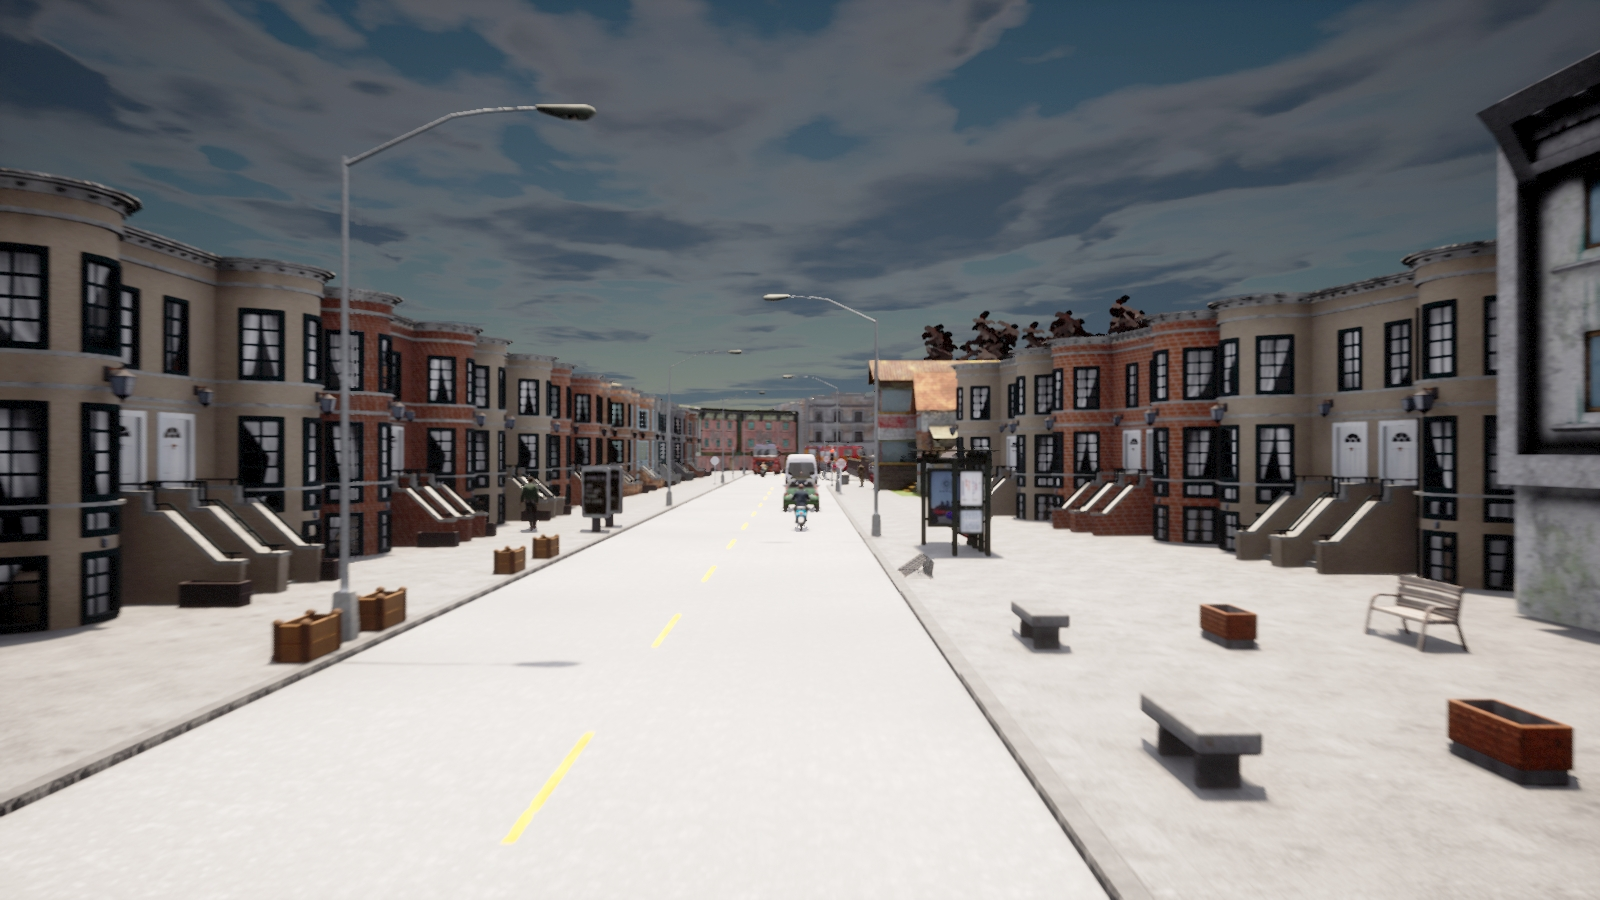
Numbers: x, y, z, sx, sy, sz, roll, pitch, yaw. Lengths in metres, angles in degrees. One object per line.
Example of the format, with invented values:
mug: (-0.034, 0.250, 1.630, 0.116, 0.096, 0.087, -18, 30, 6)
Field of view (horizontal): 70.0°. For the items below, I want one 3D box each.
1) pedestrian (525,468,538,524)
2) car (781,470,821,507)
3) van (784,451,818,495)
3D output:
pedestrian: (-8.989, 1.552, 38.285, 0.375, 1.860, 0.375, 0, 0, -7)
car: (0.055, 1.818, 54.434, 1.851, 1.617, 3.988, 0, 0, 0)
van: (0.072, 1.364, 70.218, 1.988, 2.561, 5.915, 0, 0, 0)
